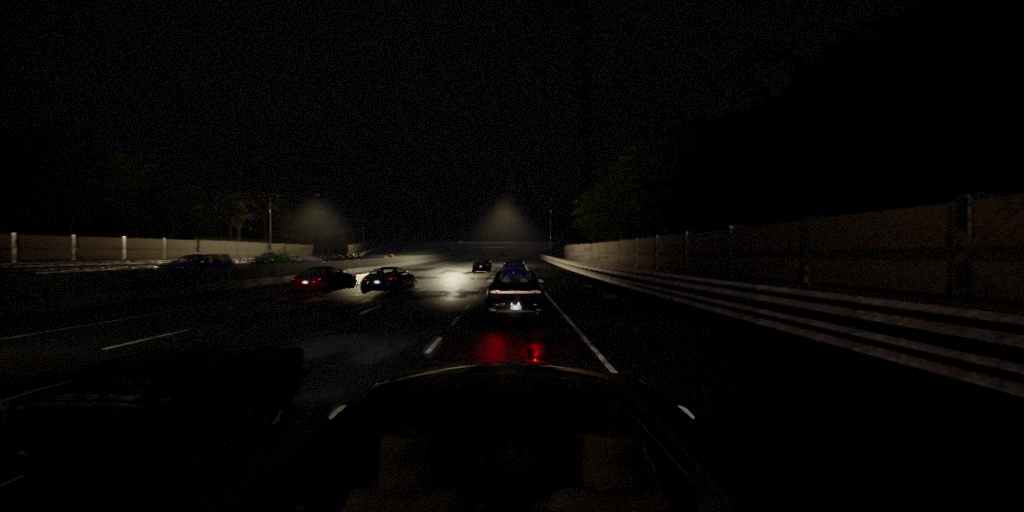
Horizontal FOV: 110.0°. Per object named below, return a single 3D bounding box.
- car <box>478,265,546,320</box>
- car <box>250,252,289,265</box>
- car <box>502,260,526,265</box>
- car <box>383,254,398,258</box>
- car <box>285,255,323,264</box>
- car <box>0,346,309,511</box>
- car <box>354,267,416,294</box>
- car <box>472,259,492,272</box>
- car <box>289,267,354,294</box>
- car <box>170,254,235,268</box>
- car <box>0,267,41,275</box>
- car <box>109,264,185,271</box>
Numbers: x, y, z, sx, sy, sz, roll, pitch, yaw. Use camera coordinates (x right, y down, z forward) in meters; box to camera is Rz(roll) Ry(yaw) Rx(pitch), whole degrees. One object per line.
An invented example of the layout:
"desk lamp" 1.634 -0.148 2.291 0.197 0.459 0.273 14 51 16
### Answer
"car" 0.116 1.237 12.545 2.128 1.511 4.902 0 0 0
"car" -31.317 0.553 46.737 2.150 2.045 5.566 0 3 1
"car" 0.190 1.105 30.744 1.882 1.535 5.008 0 1 0
"car" -20.660 0.525 61.063 1.882 1.535 5.008 0 1 1
"car" -27.789 0.849 48.731 2.033 1.411 5.357 0 1 1
"car" -3.500 1.351 2.389 1.895 1.301 4.718 0 0 0
"car" -6.861 1.286 20.247 1.994 1.385 4.181 0 0 0
"car" -3.342 1.036 40.604 1.994 1.385 4.181 0 1 0
"car" -10.363 1.287 19.990 1.994 1.385 4.181 0 0 0
"car" -24.524 0.879 28.041 2.150 2.045 5.566 0 1 0
"car" -28.063 1.290 19.028 1.994 1.385 4.181 0 0 0
"car" -21.064 1.325 19.501 1.895 1.301 4.718 0 0 0
